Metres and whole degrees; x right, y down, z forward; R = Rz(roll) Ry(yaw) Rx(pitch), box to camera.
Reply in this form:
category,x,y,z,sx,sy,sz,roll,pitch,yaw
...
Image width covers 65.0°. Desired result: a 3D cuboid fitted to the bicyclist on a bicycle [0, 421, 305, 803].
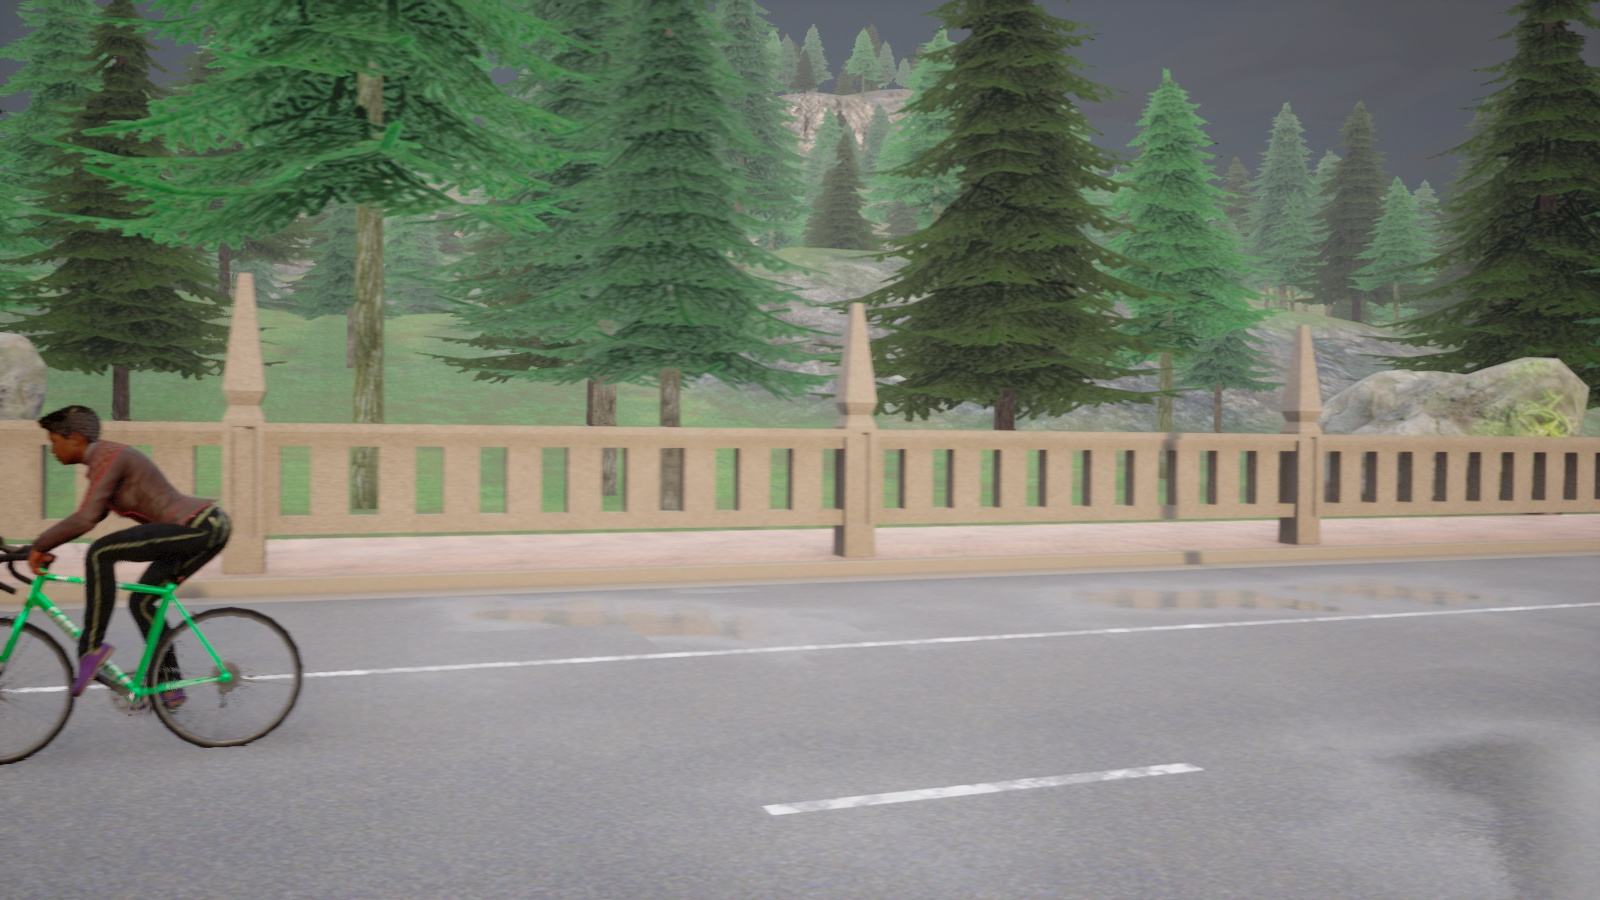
category,x,y,z,sx,sy,sz,roll,pitch,yaw
bicyclist on a bicycle,-3.189,0.691,5.772,1.656,1.620,0.582,-1,1,-21
